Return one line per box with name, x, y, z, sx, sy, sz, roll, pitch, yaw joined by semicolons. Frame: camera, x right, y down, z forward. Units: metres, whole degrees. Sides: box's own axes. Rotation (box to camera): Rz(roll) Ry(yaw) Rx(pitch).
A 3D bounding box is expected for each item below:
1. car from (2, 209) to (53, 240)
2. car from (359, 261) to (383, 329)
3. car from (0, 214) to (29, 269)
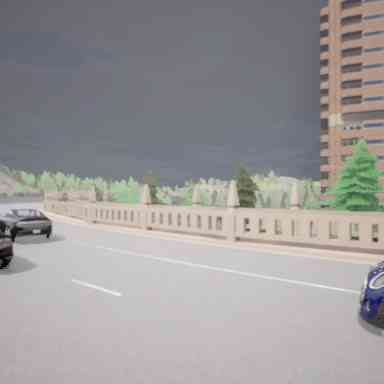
car;-8.713;1.592;16.862;2.128;1.511;4.902;0;0;-43
car;5.009;1.381;4.857;4.553;1.767;2.097;0;0;34
car;-7.251;1.554;10.405;4.902;1.511;2.128;0;0;43
